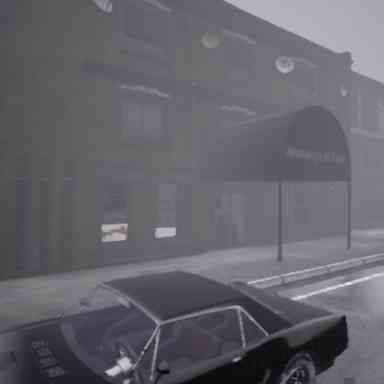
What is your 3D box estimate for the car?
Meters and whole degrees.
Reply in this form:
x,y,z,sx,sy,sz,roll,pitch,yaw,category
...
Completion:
x,y,z,sx,sy,sz,roll,pitch,yaw,category
-0.553,1.613,3.294,4.718,1.301,1.895,1,0,-36,car
